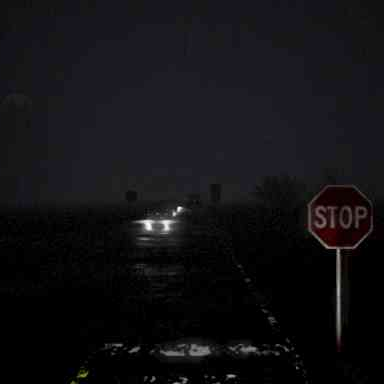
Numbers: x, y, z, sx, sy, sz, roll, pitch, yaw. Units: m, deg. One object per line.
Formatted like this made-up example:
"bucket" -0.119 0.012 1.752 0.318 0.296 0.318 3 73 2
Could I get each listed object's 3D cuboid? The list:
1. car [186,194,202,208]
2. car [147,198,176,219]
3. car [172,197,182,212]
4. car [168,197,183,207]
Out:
"car" 0.342 1.254 49.046 2.150 2.045 5.566 0 0 0
"car" -2.743 1.520 29.515 1.837 1.490 4.892 0 0 2
"car" -2.652 1.571 39.906 2.033 1.411 5.357 0 0 0
"car" -2.573 1.528 52.917 2.128 1.511 4.902 0 0 1
